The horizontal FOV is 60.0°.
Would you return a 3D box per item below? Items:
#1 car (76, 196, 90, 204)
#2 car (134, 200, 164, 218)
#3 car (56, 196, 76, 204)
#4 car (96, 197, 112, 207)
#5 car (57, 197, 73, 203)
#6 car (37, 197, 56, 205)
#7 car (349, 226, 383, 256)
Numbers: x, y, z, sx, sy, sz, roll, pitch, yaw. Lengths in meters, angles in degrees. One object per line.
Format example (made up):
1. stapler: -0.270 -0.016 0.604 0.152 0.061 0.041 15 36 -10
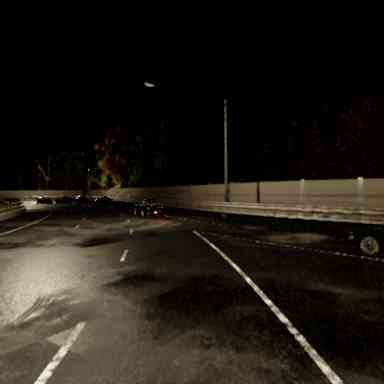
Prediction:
1. car: -21.935 1.574 66.750 1.812 1.442 4.674 0 0 -38
2. car: -4.111 1.529 31.336 1.837 1.490 4.892 -1 0 -23
3. car: -25.101 1.597 65.045 2.033 1.411 5.357 0 0 -38
4. car: -14.601 1.613 55.064 1.837 1.490 4.892 0 0 -29
5. car: -28.700 1.781 75.026 1.994 1.385 4.181 0 0 -44
6. car: -27.908 1.644 62.955 1.994 1.385 4.181 0 0 -38
7. car: 7.772 1.549 10.827 1.895 1.301 4.718 -1 0 -40
